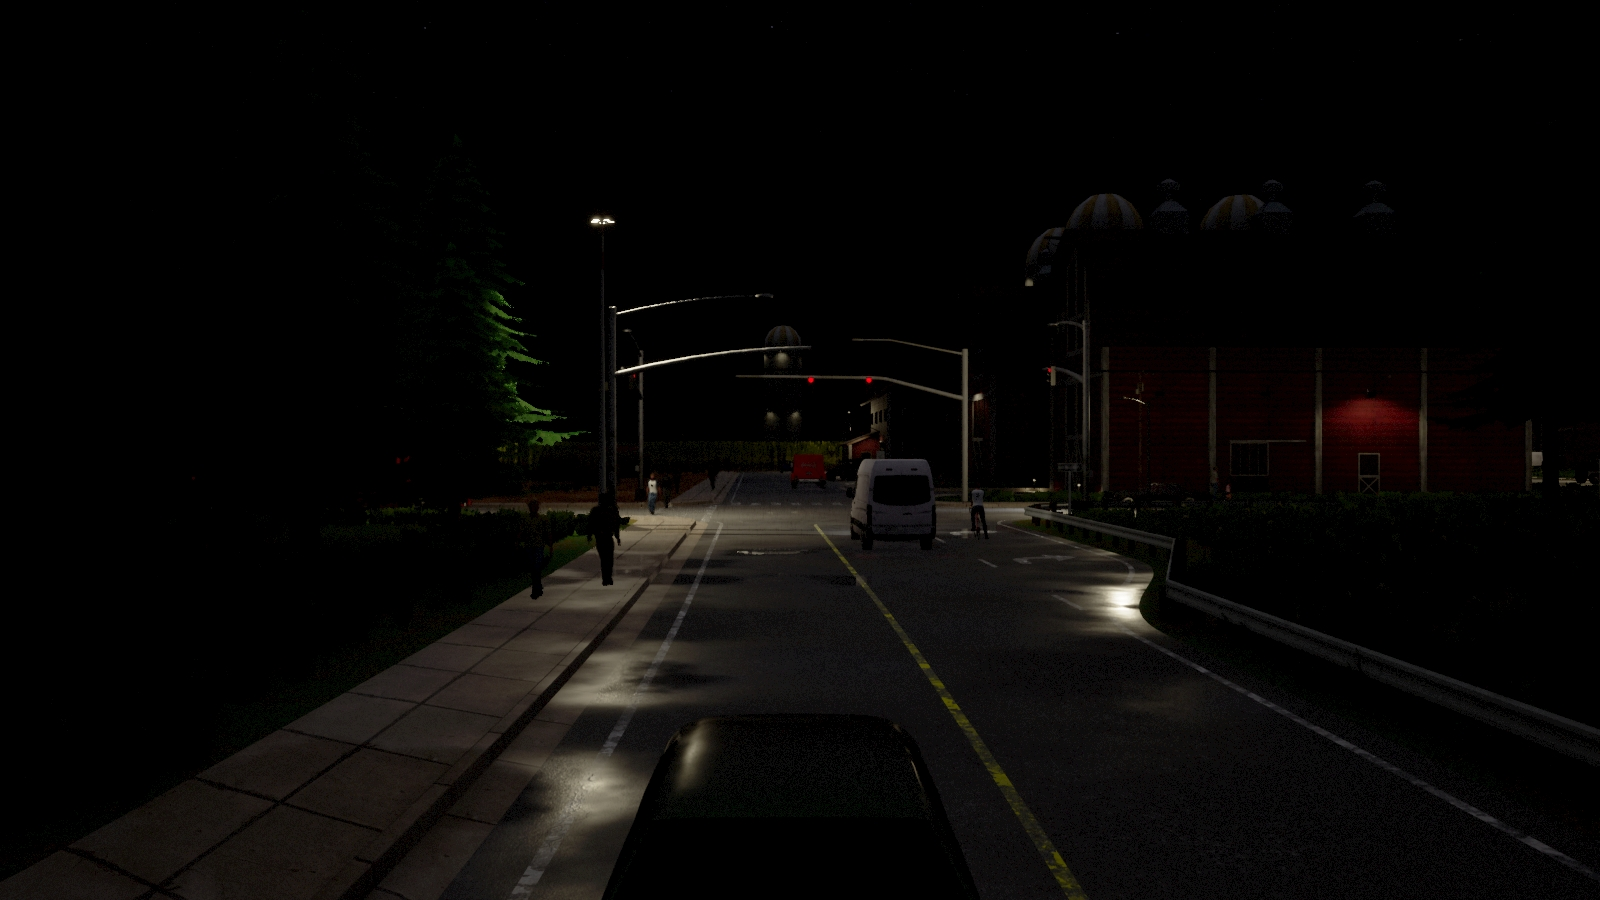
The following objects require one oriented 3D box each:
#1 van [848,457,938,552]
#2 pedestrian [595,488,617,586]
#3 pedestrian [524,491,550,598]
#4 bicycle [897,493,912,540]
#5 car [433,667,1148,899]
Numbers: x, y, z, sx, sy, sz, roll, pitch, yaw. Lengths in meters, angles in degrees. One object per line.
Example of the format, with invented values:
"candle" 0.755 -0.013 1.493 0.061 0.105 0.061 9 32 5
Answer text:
"van" 2.659 1.508 34.092 1.988 2.561 5.915 0 0 -2
"pedestrian" -3.757 1.669 22.134 0.375 1.860 0.375 0 0 -15
"pedestrian" -4.660 1.670 20.253 0.375 1.860 0.375 0 0 0
"bicycle" 3.290 2.079 36.037 0.373 1.396 1.643 0 0 3
"car" -0.032 1.973 4.130 1.851 1.617 3.988 0 0 0
